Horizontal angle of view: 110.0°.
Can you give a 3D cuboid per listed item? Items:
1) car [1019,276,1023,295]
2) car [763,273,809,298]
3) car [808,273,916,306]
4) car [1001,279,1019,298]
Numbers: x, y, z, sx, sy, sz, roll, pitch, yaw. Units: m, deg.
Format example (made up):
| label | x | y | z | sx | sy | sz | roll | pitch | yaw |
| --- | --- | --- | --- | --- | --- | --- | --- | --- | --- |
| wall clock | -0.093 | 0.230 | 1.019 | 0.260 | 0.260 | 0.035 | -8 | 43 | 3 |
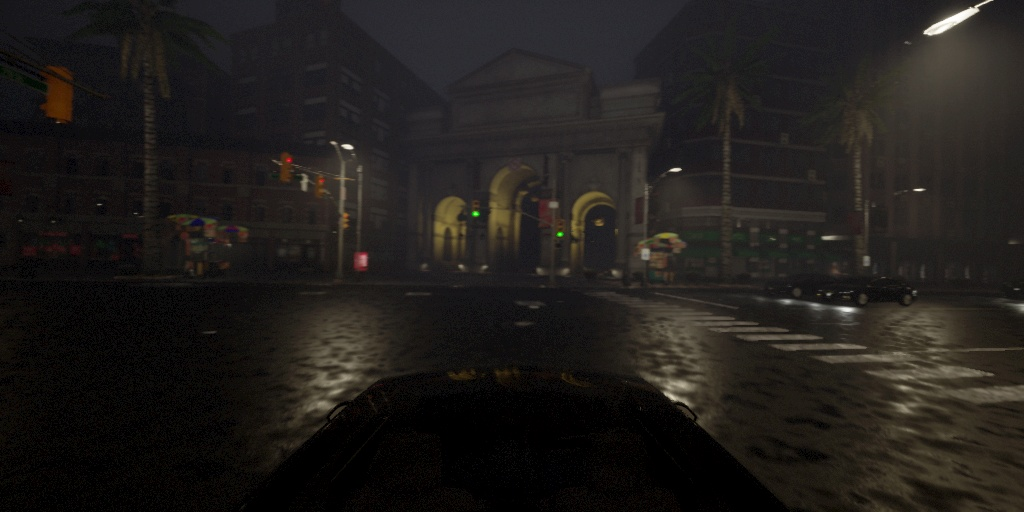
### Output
| label | x | y | z | sx | sy | sz | roll | pitch | yaw |
| --- | --- | --- | --- | --- | --- | --- | --- | --- | --- |
| car | 34.584 | 2.230 | 21.815 | 5.008 | 1.535 | 1.882 | 1 | 0 | -6 |
| car | 18.573 | 1.808 | 22.764 | 5.008 | 1.535 | 1.882 | 1 | 0 | -10 |
| car | 19.046 | 1.833 | 19.292 | 4.892 | 1.490 | 1.837 | 1 | 0 | -10 |
| car | 38.830 | 2.103 | 25.641 | 5.566 | 2.045 | 2.150 | 2 | 0 | 0 |
